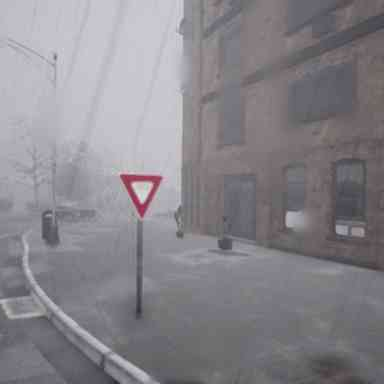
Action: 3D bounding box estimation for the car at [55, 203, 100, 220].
[{"bbox_3d":[-10.481,1.783,30.831,1.837,1.490,4.892,1,-3,19],"label":"car"}]

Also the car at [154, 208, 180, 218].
[{"bbox_3d":[-3.376,2.956,47.394,2.033,1.411,5.357,1,-3,26],"label":"car"}]
